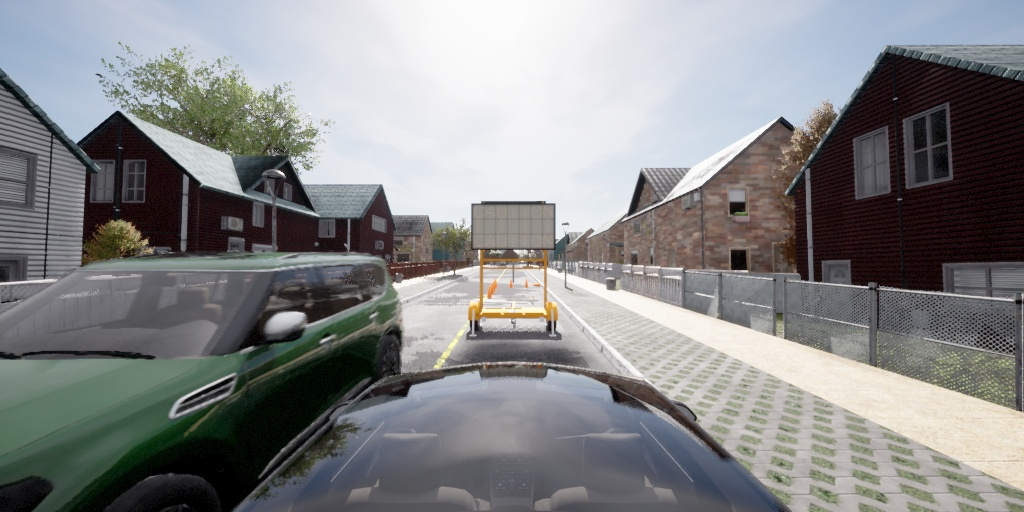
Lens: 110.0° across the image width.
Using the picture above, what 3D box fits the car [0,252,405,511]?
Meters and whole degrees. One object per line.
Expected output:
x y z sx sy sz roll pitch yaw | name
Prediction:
-2.738 0.972 3.423 2.150 2.045 5.566 0 0 0 | car

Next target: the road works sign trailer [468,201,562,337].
0.042 0.226 10.346 2.380 3.560 2.880 0 0 1 | road works sign trailer
